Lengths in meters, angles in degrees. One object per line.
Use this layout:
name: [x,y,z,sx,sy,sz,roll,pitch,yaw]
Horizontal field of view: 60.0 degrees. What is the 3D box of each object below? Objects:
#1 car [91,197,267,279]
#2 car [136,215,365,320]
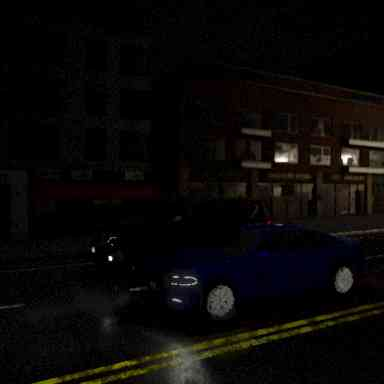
car: [-0.136,1.192,10.081,5.566,2.045,2.150,0,0,-26]
car: [1.527,1.450,7.278,5.008,1.535,1.882,0,0,-26]
